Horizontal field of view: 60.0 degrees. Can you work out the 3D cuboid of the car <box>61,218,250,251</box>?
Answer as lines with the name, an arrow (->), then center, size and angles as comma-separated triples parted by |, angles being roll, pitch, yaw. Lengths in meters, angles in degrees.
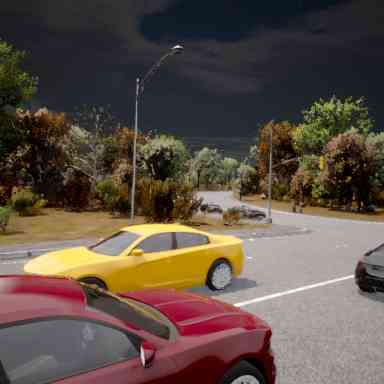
car -> -1.032, 1.494, 7.519 | 5.008, 1.535, 1.882 | 1, 0, -35

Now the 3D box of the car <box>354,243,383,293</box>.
car -> 5.734, 1.664, 7.893 | 4.181, 1.385, 1.994 | 1, -1, -35

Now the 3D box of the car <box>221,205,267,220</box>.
car -> 5.749, 2.175, 36.024 | 2.033, 1.411, 5.357 | 3, -1, -26

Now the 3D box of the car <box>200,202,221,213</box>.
car -> 2.508, 2.079, 44.727 | 1.994, 1.385, 4.181 | 3, 0, -19

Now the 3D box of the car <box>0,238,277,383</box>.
car -> -1.413, 1.479, 2.737 | 5.008, 1.535, 1.882 | 0, 0, -36
